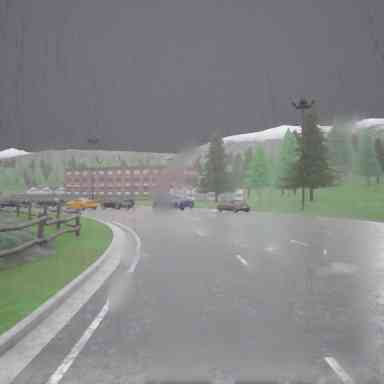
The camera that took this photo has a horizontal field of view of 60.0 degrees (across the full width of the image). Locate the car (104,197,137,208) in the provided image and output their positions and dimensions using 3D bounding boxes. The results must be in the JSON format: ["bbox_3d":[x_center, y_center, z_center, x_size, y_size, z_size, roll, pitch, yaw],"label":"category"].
[{"bbox_3d":[-10.396,1.535,48.240,4.892,1.490,1.837,0,0,37],"label":"car"}]

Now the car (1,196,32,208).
[{"bbox_3d":[-25.636,1.379,48.213,4.553,1.767,2.097,0,0,20],"label":"car"}]

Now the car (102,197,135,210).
[{"bbox_3d":[-9.935,1.518,43.284,4.902,1.511,2.128,0,0,40],"label":"car"}]

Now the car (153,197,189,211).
[{"bbox_3d":[-2.992,1.379,41.797,2.097,1.767,4.553,0,0,-42],"label":"car"}]

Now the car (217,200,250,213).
[{"bbox_3d":[4.650,1.590,37.902,1.994,1.385,4.181,0,0,-33],"label":"car"}]

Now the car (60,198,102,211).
[{"bbox_3d":[-14.055,1.503,42.121,5.008,1.535,1.882,0,0,36],"label":"car"}]

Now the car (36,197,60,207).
[{"bbox_3d":[-21.394,1.555,50.243,4.674,1.442,1.812,0,0,24],"label":"car"}]

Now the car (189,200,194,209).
[{"bbox_3d":[-1.813,1.507,45.611,1.882,1.535,5.008,0,0,-43],"label":"car"}]
